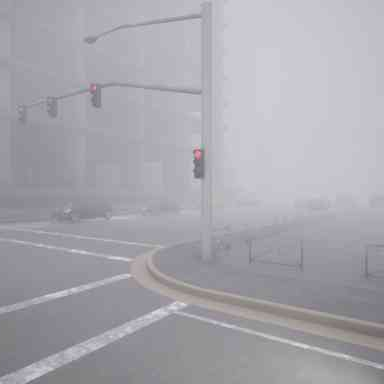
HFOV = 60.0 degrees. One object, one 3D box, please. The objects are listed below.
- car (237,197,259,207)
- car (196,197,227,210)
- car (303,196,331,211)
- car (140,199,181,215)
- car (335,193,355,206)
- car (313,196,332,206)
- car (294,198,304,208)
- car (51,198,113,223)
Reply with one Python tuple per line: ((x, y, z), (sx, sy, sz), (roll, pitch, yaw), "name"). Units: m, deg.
((8.264, 1.470, 48.729), (1.812, 1.442, 4.674), (0, 0, 36), "car")
((2.401, 1.422, 40.515), (1.882, 1.535, 5.008), (0, 0, 36), "car")
((15.445, 1.508, 40.428), (1.994, 1.385, 4.181), (0, 0, 35), "car")
((-3.052, 1.436, 32.829), (2.128, 1.511, 4.902), (0, 0, 35), "car")
((24.587, 1.166, 53.328), (2.150, 2.045, 5.566), (0, 0, 35), "car")
((21.864, 1.422, 55.539), (1.882, 1.535, 5.008), (0, 0, 35), "car")
((16.116, 1.508, 47.425), (1.994, 1.385, 4.181), (0, 0, 35), "car")
((-8.317, 1.296, 25.406), (2.097, 1.767, 4.553), (0, 0, 36), "car")
